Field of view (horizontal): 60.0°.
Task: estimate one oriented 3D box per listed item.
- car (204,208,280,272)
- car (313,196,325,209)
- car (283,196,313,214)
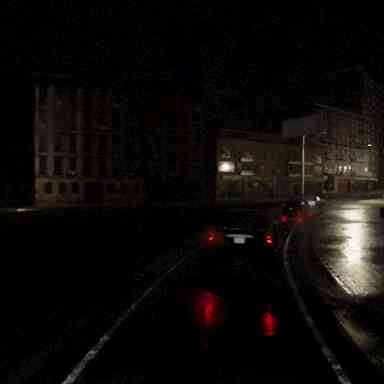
[{"bbox_3d":[1.809,1.332,11.112,2.097,1.767,4.553,1,0,14],"label":"car"},{"bbox_3d":[13.464,1.120,37.361,1.895,1.301,4.718,1,2,36],"label":"car"},{"bbox_3d":[9.781,1.224,31.144,1.812,1.442,4.674,1,2,29],"label":"car"}]
